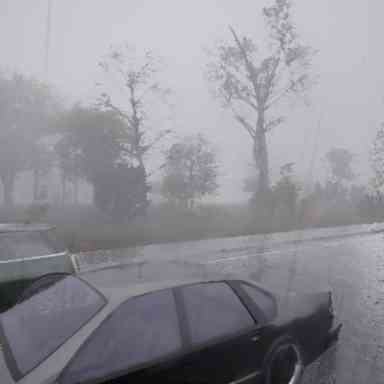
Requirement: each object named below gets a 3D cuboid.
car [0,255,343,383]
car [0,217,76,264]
[{"bbox_3d":[-0.600,1.541,3.527,5.357,1.411,2.033,0,0,-35],"label":"car"},{"bbox_3d":[-4.139,1.341,5.278,4.553,1.767,2.097,0,0,-35],"label":"car"}]
